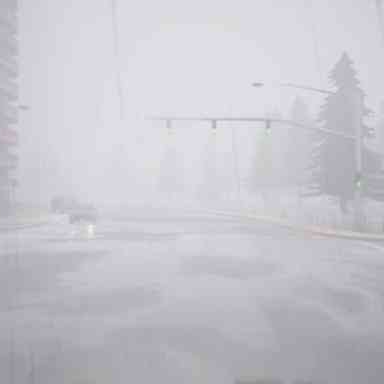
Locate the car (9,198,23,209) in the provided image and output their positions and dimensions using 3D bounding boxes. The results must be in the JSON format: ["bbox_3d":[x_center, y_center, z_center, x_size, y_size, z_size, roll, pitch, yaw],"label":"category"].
[{"bbox_3d":[-27.022,1.607,48.902,5.008,1.535,1.882,0,-1,27],"label":"car"}]

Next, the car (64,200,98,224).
[{"bbox_3d":[-8.361,1.610,25.953,2.033,1.411,5.357,0,0,-14],"label":"car"}]

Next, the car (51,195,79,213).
[{"bbox_3d":[-14.804,1.333,39.061,2.150,2.045,5.566,0,-1,-39],"label":"car"}]
